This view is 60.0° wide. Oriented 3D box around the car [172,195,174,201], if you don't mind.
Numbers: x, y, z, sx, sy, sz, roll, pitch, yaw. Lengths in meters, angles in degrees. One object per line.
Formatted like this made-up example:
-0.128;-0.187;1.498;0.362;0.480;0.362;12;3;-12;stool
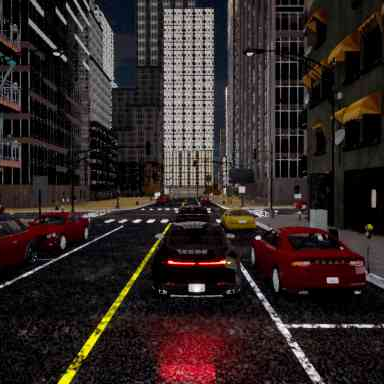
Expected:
-5.834;1.312;74.227;2.192;1.841;5.009;-1;0;0;car

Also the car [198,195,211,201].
2.567;1.436;63.121;1.967;1.590;4.097;-1;0;0;car

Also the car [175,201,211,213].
0.063;1.475;18.751;1.882;1.535;5.008;0;0;0;car

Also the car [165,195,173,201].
-5.852;1.523;85.175;1.752;1.417;4.829;-1;0;0;car

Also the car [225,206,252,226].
2.646;1.522;19.765;1.752;1.417;4.829;-1;0;0;car

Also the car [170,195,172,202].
-5.824;1.311;68.667;2.192;1.841;5.009;-1;0;0;car

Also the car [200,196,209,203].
2.558;1.521;68.851;1.752;1.417;4.829;-1;0;0;car

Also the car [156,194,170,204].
-5.812;1.541;63.107;1.887;1.381;4.507;-1;0;0;car

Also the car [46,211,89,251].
-5.724;1.543;14.071;1.887;1.381;4.507;-1;0;0;car

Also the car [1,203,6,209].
-23.916;1.745;38.348;4.097;1.590;1.967;-1;1;-1;car

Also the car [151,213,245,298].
0.083;1.503;8.478;1.837;1.490;4.892;0;0;0;car

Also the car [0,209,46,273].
-5.715;1.439;8.547;1.967;1.590;4.097;-1;0;0;car

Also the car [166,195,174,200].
-5.862;1.542;90.904;1.887;1.381;4.507;-1;0;0;car

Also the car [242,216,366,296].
2.667;1.543;8.548;1.887;1.381;4.507;-1;0;0;car

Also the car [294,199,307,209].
14.182;1.255;38.741;4.507;1.381;1.887;-1;1;-1;car
